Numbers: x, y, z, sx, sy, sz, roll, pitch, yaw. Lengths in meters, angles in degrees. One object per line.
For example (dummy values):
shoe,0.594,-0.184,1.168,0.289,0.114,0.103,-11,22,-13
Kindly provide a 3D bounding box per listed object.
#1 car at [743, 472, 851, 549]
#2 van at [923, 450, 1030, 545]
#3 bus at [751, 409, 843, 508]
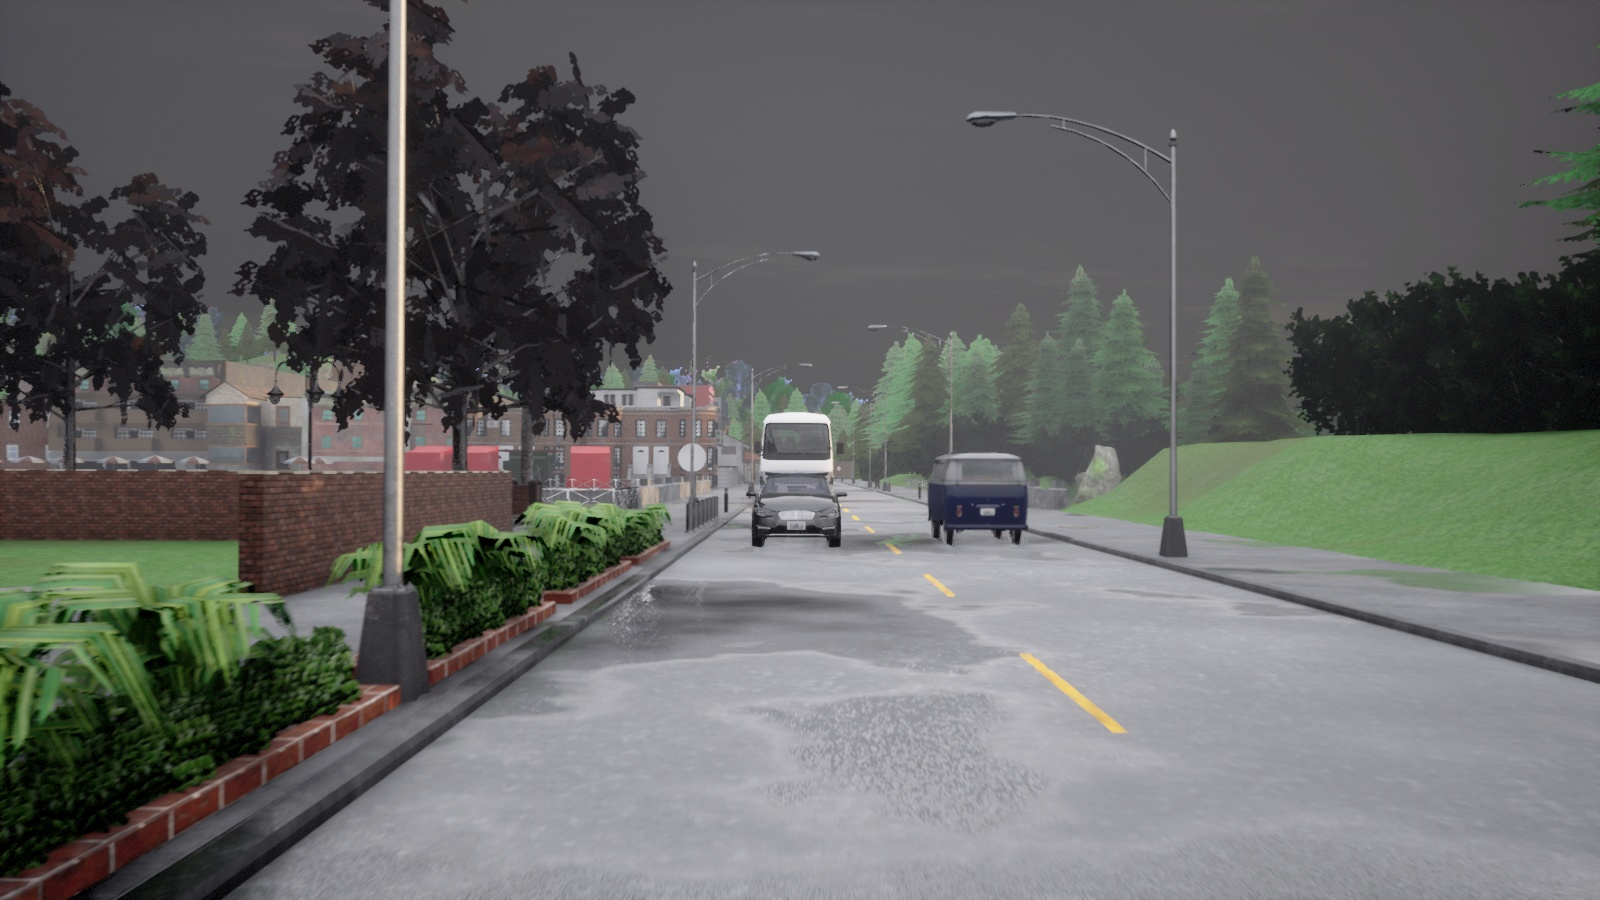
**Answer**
car,-0.066,1.225,27.085,2.128,1.511,4.902,0,-1,0
van,3.929,1.031,28.637,1.775,1.987,4.442,0,-1,0
bus,-0.149,0.429,59.149,3.944,4.253,10.273,0,-1,0
